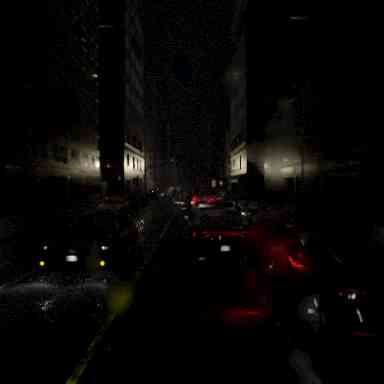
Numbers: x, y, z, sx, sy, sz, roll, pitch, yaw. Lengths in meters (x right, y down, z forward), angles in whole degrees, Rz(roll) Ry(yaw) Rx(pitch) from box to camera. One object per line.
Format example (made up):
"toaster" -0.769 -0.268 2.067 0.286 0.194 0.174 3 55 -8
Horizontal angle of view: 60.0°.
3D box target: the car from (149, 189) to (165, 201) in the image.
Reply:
"car" -5.215 0.326 44.796 1.967 1.590 4.097 0 1 0

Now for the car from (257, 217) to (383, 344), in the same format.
"car" 2.661 1.407 6.155 1.947 1.339 4.313 0 1 0

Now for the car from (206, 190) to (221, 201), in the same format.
"car" 2.810 0.466 44.776 1.802 1.307 4.206 0 1 0

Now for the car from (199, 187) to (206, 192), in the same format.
"car" 3.002 -0.761 94.241 1.802 1.307 4.206 0 1 0

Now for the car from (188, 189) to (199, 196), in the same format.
"car" 0.238 0.070 61.578 1.895 1.301 4.718 0 1 0

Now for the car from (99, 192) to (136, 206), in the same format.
"car" -5.297 0.962 22.563 1.752 1.417 4.829 0 1 0

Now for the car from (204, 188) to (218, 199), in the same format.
"car" 2.832 0.188 50.289 1.967 1.590 4.097 0 1 0

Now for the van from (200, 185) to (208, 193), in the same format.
"van" 2.958 -0.720 82.877 1.690 1.788 3.998 0 1 0

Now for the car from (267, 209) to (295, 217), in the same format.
"car" 2.682 1.249 11.671 1.887 1.381 4.507 0 1 0

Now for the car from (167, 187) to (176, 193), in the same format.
"car" -5.067 -0.509 82.904 2.008 1.369 4.403 0 1 0

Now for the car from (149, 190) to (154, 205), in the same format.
"car" -5.258 0.741 33.765 1.802 1.307 4.206 0 1 0

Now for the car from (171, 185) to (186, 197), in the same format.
"car" -2.532 0.034 58.676 2.128 1.511 4.902 0 1 0

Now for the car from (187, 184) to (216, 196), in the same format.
"car" 0.929 0.553 26.876 2.150 2.045 5.566 0 1 0

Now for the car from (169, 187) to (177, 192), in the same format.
"car" -5.045 -0.656 88.584 1.887 1.381 4.507 0 1 0

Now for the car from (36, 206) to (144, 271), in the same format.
"car" -2.811 1.316 9.786 1.994 1.385 4.181 0 1 0

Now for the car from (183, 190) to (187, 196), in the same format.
"car" 0.188 0.377 47.691 1.994 1.385 4.181 0 1 1

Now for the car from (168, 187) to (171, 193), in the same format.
"car" -5.172 0.163 55.831 2.008 1.369 4.403 0 1 0

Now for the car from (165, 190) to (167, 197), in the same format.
"car" -5.194 0.279 50.144 1.752 1.417 4.829 0 1 0

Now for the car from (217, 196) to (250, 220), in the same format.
"car" 2.725 1.013 22.707 1.802 1.307 4.206 0 1 0

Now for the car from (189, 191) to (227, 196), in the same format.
"car" 0.889 0.929 21.046 1.801 1.575 5.366 0 1 0

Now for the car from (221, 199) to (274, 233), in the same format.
"car" 2.703 1.118 17.189 2.008 1.369 4.403 0 1 0

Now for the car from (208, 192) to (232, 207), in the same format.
"car" 2.768 0.708 33.741 2.008 1.369 4.403 0 1 0

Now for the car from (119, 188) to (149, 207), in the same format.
"car" -5.279 0.611 28.242 2.192 1.841 5.009 0 1 0

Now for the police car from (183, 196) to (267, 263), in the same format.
"police car" 0.768 1.148 10.942 1.930 1.638 5.238 0 1 -2

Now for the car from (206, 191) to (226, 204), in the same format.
"car" 2.789 0.572 39.257 2.008 1.369 4.403 0 1 0
